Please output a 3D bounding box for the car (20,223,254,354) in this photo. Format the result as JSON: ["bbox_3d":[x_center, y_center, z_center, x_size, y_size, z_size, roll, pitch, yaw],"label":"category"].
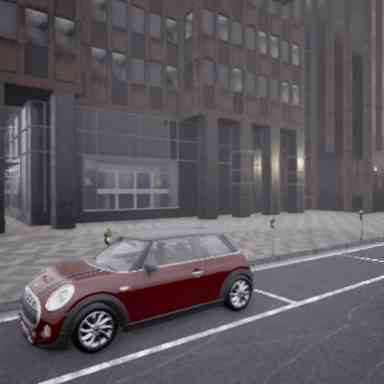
[{"bbox_3d":[-0.843,1.430,6.049,4.097,1.590,1.967,0,0,-36],"label":"car"}]
